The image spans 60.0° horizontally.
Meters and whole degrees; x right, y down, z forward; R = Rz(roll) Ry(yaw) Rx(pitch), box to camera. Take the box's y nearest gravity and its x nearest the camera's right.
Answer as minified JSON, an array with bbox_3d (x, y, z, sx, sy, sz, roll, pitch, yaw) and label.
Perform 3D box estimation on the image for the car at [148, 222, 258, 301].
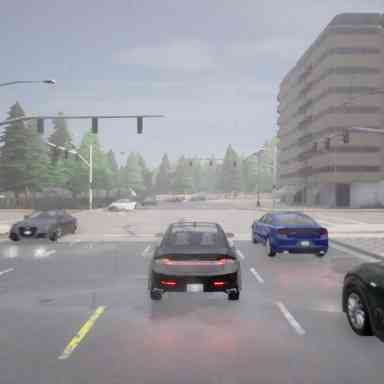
[{"bbox_3d":[0.067,1.491,8.341,2.128,1.511,4.902,0,0,0],"label":"car"}]

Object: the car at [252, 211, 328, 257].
[{"bbox_3d":[3.585,1.477,12.987,1.882,1.535,5.008,0,0,0],"label":"car"}]

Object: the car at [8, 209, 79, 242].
[{"bbox_3d":[-7.100,1.563,16.355,1.994,1.385,4.181,0,0,0],"label":"car"}]

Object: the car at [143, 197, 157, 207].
[{"bbox_3d":[-6.698,1.526,52.764,1.812,1.442,4.674,0,1,4],"label":"car"}]

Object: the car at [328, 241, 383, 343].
[{"bbox_3d":[3.600,1.352,3.835,2.097,1.767,4.553,0,0,0],"label":"car"}]

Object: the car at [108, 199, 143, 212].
[{"bbox_3d":[-8.059,1.549,39.565,1.812,1.442,4.674,0,1,18],"label":"car"}]

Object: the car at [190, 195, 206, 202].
[{"bbox_3d":[1.490,1.499,77.304,1.837,1.490,4.892,0,0,34],"label":"car"}]

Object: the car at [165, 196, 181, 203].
[{"bbox_3d":[-3.759,1.525,67.662,1.812,1.442,4.674,0,0,21],"label":"car"}]
